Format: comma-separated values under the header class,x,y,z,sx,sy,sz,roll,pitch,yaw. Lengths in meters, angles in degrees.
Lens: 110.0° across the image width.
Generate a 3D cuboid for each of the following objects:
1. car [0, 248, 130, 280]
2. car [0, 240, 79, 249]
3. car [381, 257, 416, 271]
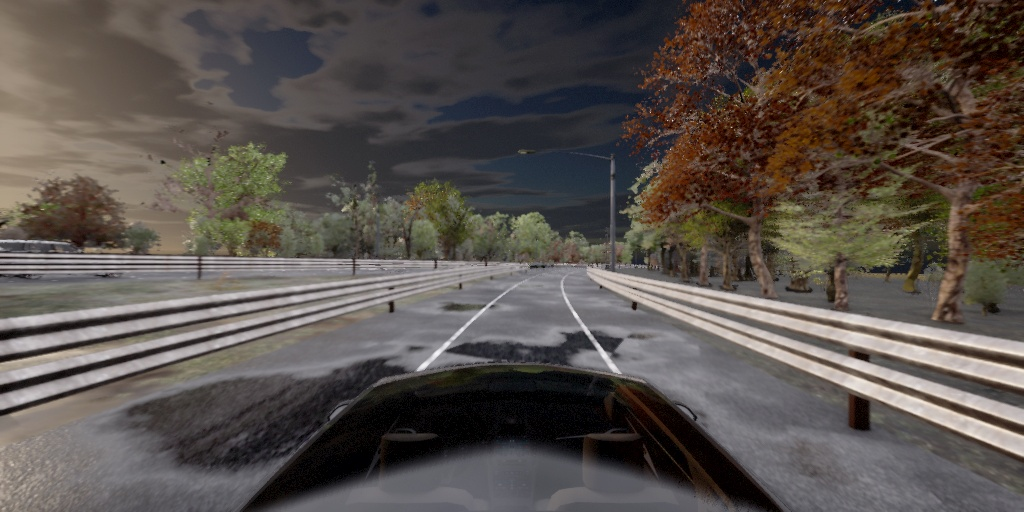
class,x,y,z,sx,sy,sz,roll,pitch,yaw
car,-24.189,0.495,19.548,1.812,1.442,4.674,0,-1,28
car,-27.255,0.163,21.239,2.150,2.045,5.566,0,-1,28
car,-14.317,0.966,45.609,2.097,1.767,4.553,0,-1,28
